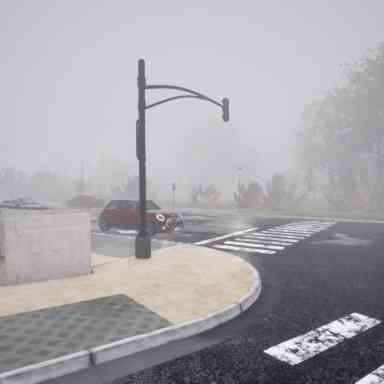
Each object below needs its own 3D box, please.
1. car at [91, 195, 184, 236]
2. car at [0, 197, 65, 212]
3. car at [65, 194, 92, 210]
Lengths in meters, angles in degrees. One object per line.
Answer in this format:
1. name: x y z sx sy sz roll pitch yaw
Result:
1. car: -2.604 1.135 16.943 4.553 1.767 2.097 1 1 32
2. car: -11.202 1.120 22.286 4.902 1.511 2.128 1 1 31
3. car: -10.959 0.979 33.743 4.674 1.442 1.812 1 1 31
